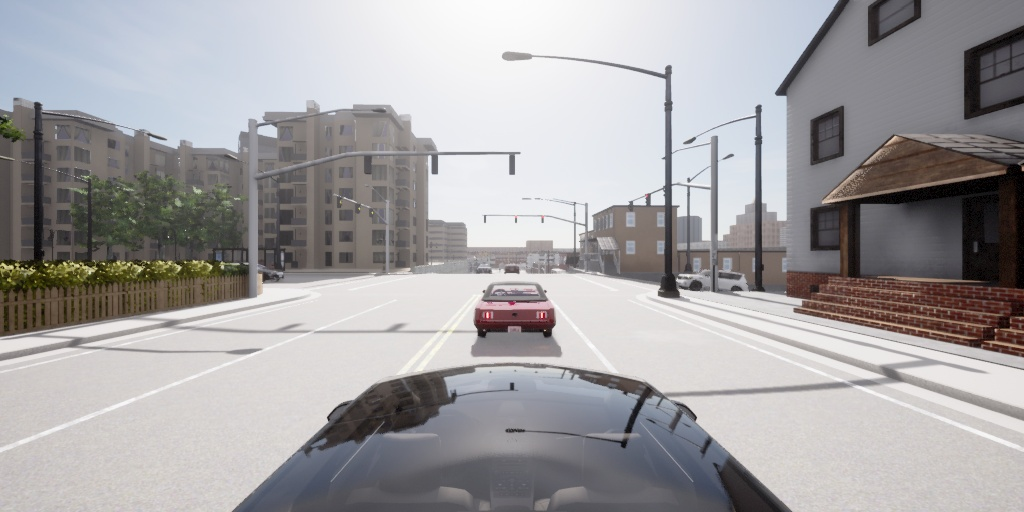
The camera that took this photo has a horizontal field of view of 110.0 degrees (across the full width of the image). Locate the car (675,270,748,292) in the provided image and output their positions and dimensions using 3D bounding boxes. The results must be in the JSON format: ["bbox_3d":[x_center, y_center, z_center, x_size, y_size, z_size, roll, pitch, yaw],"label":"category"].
[{"bbox_3d":[16.756,2.153,30.147,5.566,2.045,2.150,7,0,1],"label":"car"}]

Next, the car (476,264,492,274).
[{"bbox_3d":[-3.587,1.774,46.901,1.812,1.442,4.674,0,-4,0],"label":"car"}]

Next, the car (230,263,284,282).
[{"bbox_3d":[-19.810,1.242,26.931,4.902,1.511,2.128,0,0,1],"label":"car"}]

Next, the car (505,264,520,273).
[{"bbox_3d":[0.048,1.924,48.867,1.882,1.535,5.008,0,-6,1],"label":"car"}]

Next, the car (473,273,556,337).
[{"bbox_3d":[0.076,1.351,10.218,1.895,1.301,4.718,0,0,0],"label":"car"}]
